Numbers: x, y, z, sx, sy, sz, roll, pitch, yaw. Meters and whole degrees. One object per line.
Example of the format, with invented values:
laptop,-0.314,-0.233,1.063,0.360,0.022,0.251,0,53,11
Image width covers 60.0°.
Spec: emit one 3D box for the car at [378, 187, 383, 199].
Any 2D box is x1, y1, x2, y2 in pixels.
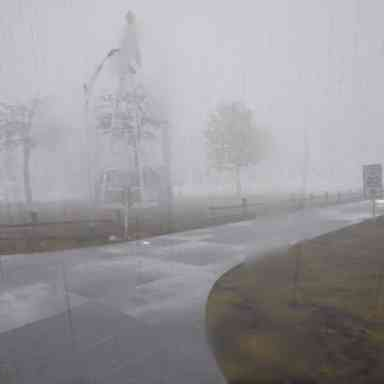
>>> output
car,25.547,0.081,43.132,2.128,1.511,4.902,-3,0,42
